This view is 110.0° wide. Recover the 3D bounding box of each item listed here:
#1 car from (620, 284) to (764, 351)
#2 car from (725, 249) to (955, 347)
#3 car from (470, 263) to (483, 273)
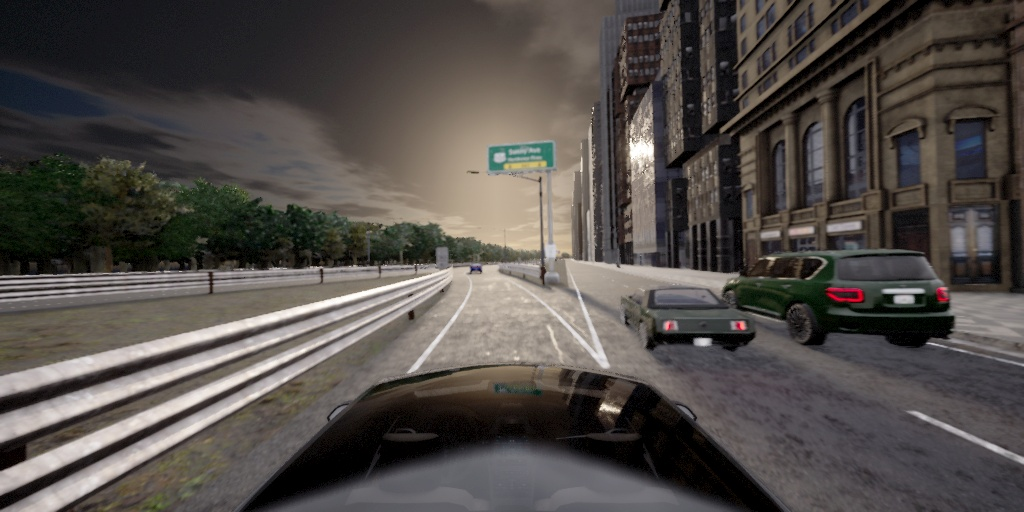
[{"bbox_3d":[3.933,1.366,8.994,1.895,1.301,4.718,-1,-1,8],"label":"car"},{"bbox_3d":[7.481,0.903,9.139,2.150,2.045,5.566,-1,-1,8],"label":"car"},{"bbox_3d":[-5.611,1.861,56.017,1.882,1.535,5.008,-1,-1,-7],"label":"car"}]
